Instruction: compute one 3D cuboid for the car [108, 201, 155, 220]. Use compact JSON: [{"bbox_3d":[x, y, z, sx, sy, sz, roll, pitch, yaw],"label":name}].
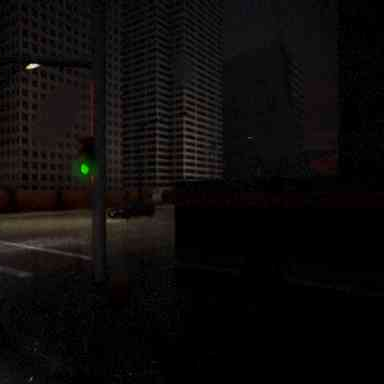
[{"bbox_3d":[-5.165,1.558,28.986,1.812,1.442,4.674,0,0,36],"label":"car"}]
